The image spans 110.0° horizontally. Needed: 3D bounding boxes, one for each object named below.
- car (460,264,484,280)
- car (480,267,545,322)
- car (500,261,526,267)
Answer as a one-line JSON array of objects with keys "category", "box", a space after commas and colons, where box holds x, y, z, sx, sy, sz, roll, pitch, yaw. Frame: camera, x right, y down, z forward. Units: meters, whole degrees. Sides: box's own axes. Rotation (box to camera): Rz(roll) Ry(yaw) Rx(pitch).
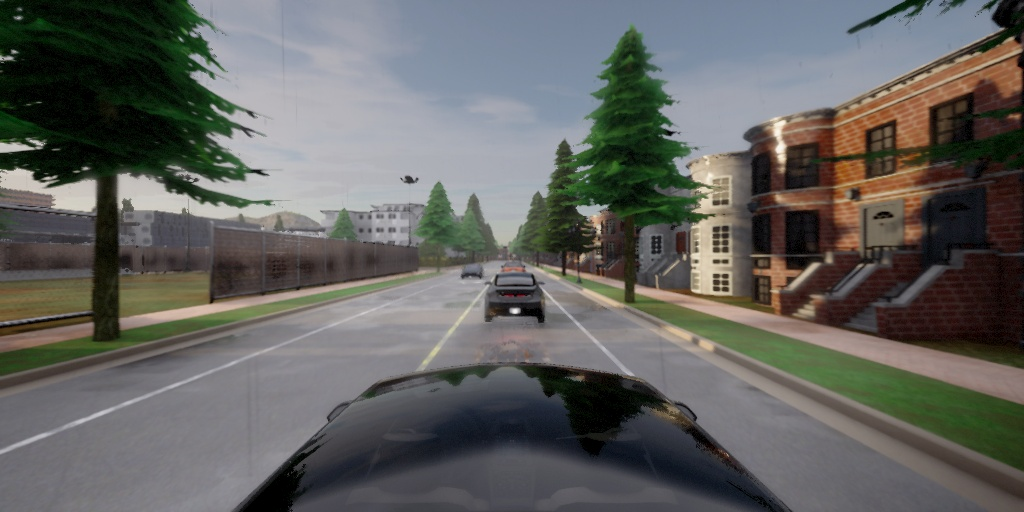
[{"category": "car", "box": [-3.572, 1.422, 33.495, 2.033, 1.411, 5.357, 0, 0, 0]}, {"category": "car", "box": [0.094, 1.298, 12.483, 1.837, 1.490, 4.892, 0, 0, 0]}, {"category": "car", "box": [0.105, 1.213, 30.142, 2.097, 1.767, 4.553, 0, 0, 0]}]
